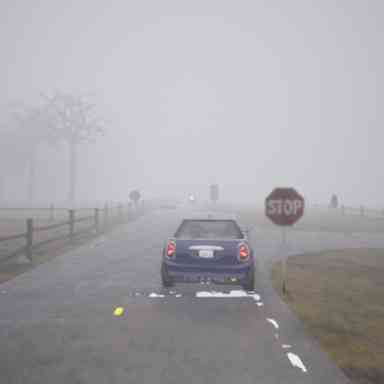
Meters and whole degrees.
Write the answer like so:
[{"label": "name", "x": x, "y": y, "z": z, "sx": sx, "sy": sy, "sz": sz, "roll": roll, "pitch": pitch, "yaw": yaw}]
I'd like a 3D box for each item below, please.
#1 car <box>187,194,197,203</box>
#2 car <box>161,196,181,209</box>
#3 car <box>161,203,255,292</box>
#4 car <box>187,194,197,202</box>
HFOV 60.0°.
[{"label": "car", "x": -0.006, "y": 1.605, "z": 62.867, "sx": 2.033, "sy": 1.411, "sz": 5.357, "roll": 0, "pitch": 0, "yaw": 0}, {"label": "car", "x": -2.848, "y": 1.551, "z": 42.614, "sx": 2.033, "sy": 1.411, "sz": 5.357, "roll": 0, "pitch": 0, "yaw": 0}, {"label": "car", "x": 0.618, "y": 1.338, "z": 9.209, "sx": 2.097, "sy": 1.767, "sz": 4.553, "roll": 0, "pitch": 0, "yaw": 9}, {"label": "car", "x": -0.007, "y": 1.314, "z": 73.475, "sx": 2.097, "sy": 1.767, "sz": 4.553, "roll": 0, "pitch": 0, "yaw": 0}]
